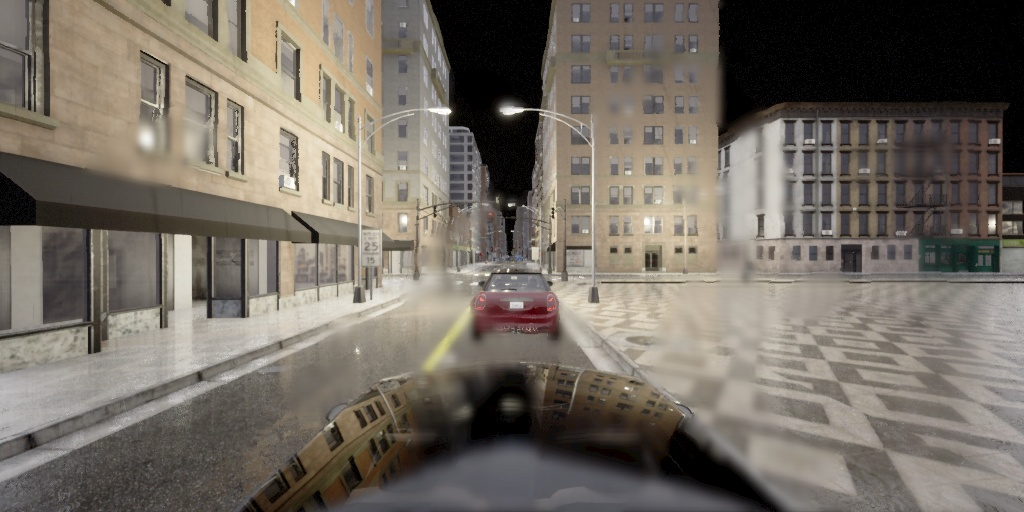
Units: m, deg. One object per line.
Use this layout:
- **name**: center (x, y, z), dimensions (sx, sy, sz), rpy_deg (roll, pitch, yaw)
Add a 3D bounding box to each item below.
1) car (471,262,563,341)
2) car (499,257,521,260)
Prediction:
- **car**: center (0.105, 1.101, 10.015), dimensions (2.097, 1.767, 4.553), rpy_deg (0, 0, 0)
- **car**: center (0.056, 1.101, 19.832), dimensions (2.097, 1.767, 4.553), rpy_deg (0, 0, -1)
